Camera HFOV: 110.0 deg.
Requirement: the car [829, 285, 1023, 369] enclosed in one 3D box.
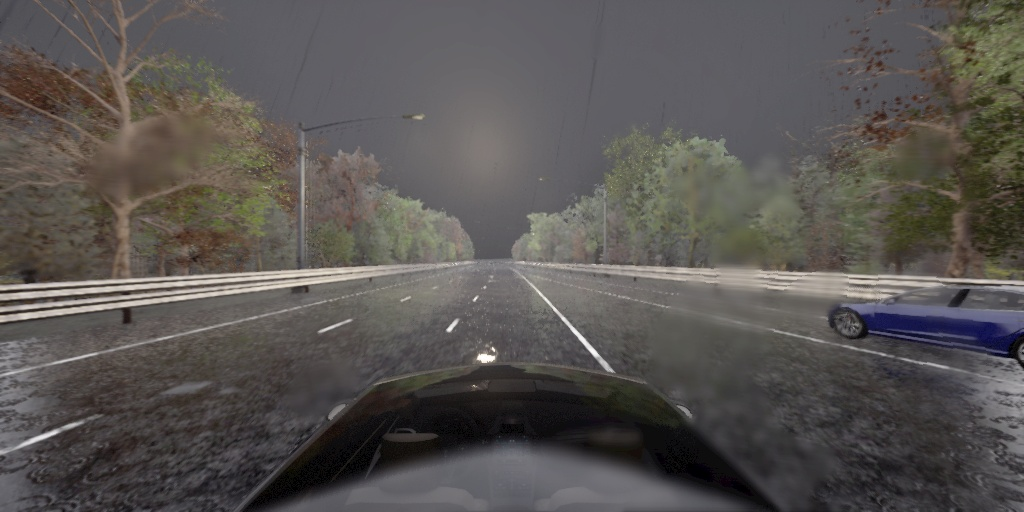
[{"bbox_3d":[9.645,1.327,7.601,2.163,1.488,4.792,0,0,-10],"label":"car"}]
